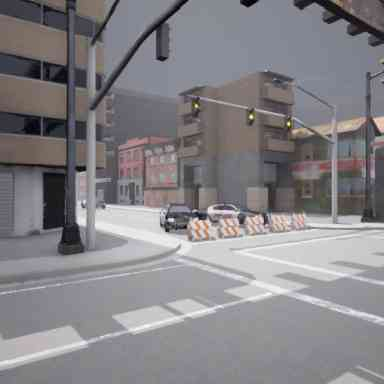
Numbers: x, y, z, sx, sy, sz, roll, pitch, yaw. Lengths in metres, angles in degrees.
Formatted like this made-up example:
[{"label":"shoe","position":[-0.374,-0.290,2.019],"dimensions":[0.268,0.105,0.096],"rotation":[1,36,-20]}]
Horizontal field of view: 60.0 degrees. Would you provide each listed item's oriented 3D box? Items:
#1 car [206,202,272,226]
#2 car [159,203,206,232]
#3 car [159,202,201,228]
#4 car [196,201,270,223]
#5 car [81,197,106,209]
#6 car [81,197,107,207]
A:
[{"label":"car","position":[2.741,1.452,22.136],"dimensions":[4.974,1.542,2.038],"rotation":[0,0,34]},{"label":"car","position":[-0.832,1.453,19.983],"dimensions":[2.038,1.542,4.974],"rotation":[0,0,-11]},{"label":"car","position":[-0.842,1.295,20.034],"dimensions":[1.853,1.218,4.536],"rotation":[0,0,-11]},{"label":"car","position":[2.698,1.295,22.165],"dimensions":[4.536,1.218,1.853],"rotation":[0,0,34]},{"label":"car","position":[-12.931,1.452,43.628],"dimensions":[2.038,1.542,4.974],"rotation":[0,0,-36]},{"label":"car","position":[-12.962,1.295,43.670],"dimensions":[1.853,1.218,4.536],"rotation":[0,0,-36]}]
